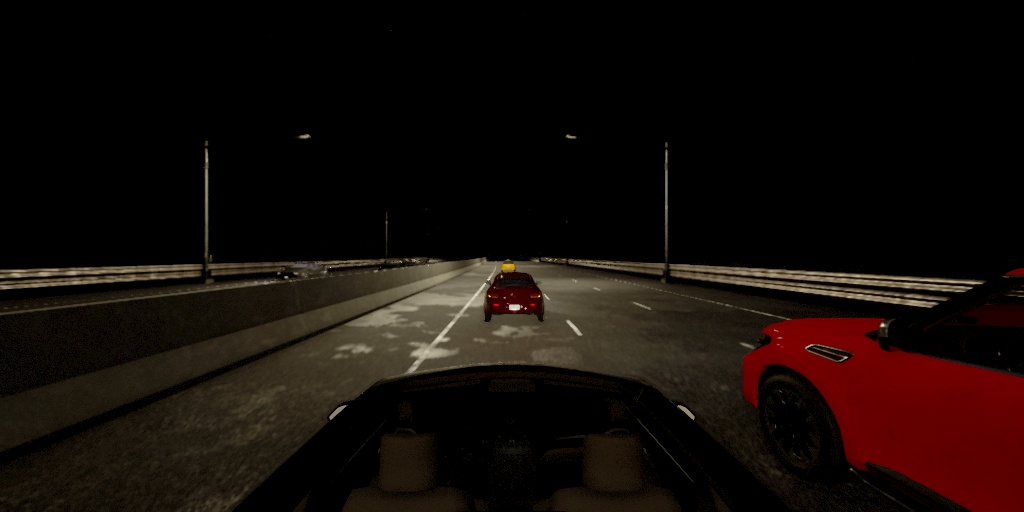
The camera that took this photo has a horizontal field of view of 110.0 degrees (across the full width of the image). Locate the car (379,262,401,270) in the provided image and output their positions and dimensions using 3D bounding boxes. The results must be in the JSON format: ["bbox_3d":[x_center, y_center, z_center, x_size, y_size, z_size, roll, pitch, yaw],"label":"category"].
[{"bbox_3d":[-14.573,1.335,43.787,1.895,1.301,4.718,0,0,-1],"label":"car"}]

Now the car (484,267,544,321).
[{"bbox_3d":[0.055,1.273,12.347,1.812,1.442,4.674,0,0,0],"label":"car"}]

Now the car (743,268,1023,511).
[{"bbox_3d":[3.596,0.971,1.530,2.150,2.045,5.566,0,0,0],"label":"car"}]

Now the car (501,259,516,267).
[{"bbox_3d":[-0.437,1.188,44.351,1.801,1.575,5.366,0,0,-1],"label":"car"}]

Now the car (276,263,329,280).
[{"bbox_3d":[-17.858,1.292,30.959,2.033,1.411,5.357,0,0,-1],"label":"car"}]

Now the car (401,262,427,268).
[{"bbox_3d":[-11.047,1.337,42.060,1.895,1.301,4.718,0,0,-1],"label":"car"}]

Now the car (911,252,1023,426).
[{"bbox_3d":[7.094,0.970,2.624,2.150,2.045,5.566,0,0,0],"label":"car"}]
